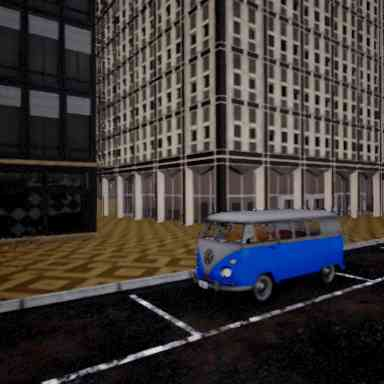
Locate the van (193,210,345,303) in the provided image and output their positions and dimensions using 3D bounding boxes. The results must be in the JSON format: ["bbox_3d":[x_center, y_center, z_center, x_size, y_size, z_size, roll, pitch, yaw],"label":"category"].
[{"bbox_3d":[1.939,1.350,7.957,3.998,1.788,1.690,0,-1,-35],"label":"van"}]
